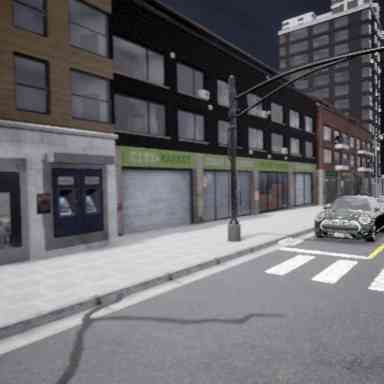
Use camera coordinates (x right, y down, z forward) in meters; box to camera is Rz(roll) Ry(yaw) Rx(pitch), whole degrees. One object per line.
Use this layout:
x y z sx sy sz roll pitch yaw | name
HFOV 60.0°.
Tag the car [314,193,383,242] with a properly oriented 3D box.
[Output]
6.860 0.968 14.204 2.097 1.767 4.553 0 1 37 | car
